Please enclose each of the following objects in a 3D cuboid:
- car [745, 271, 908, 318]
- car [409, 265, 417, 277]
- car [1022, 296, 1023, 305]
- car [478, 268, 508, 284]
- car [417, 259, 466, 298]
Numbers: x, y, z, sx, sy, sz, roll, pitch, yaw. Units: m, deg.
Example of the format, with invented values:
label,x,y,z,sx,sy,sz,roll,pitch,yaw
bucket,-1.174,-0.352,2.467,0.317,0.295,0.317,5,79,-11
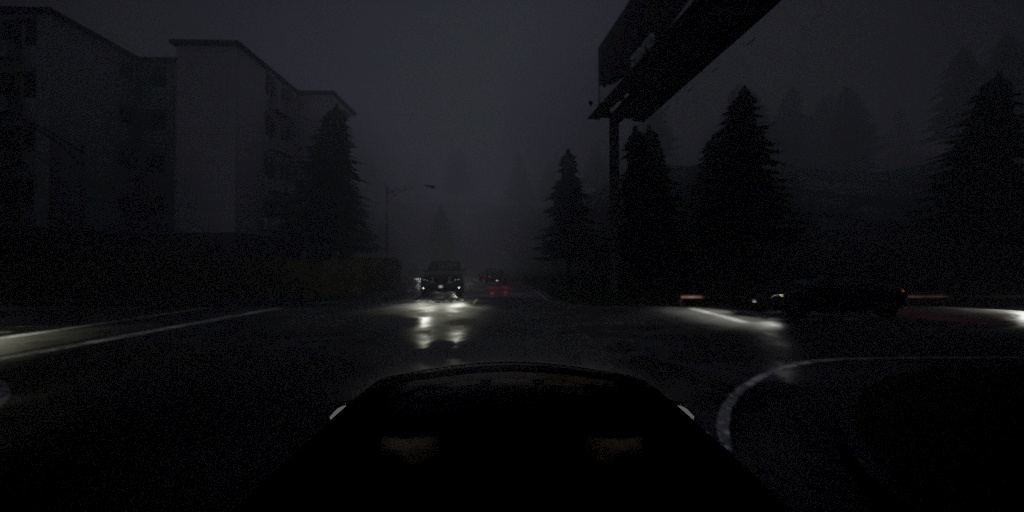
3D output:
label,x,y,z,sx,sy,sz,roll,pitch,yaw
car,10.457,1.242,12.083,4.674,1.442,1.812,0,-1,-1
car,-10.967,1.819,42.908,1.812,1.442,4.674,1,-1,-33
car,20.517,1.288,12.288,4.181,1.385,1.994,0,-1,-2
car,-1.793,1.747,31.526,1.895,1.301,4.718,0,-1,-15
car,-3.886,1.224,20.996,2.150,2.045,5.566,0,-1,-6
